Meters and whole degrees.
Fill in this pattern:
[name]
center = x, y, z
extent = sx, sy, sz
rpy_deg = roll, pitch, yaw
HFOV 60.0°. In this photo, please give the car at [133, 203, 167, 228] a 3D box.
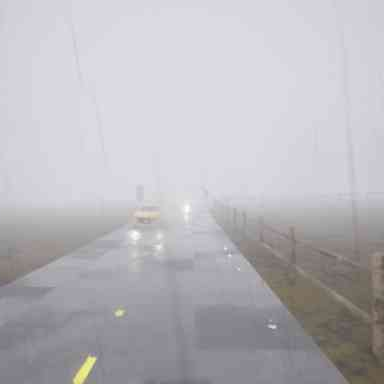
[car]
center = -2.850, 1.561, 23.243
extent = 1.882, 1.535, 5.008
rpy_deg = 0, 0, 0
